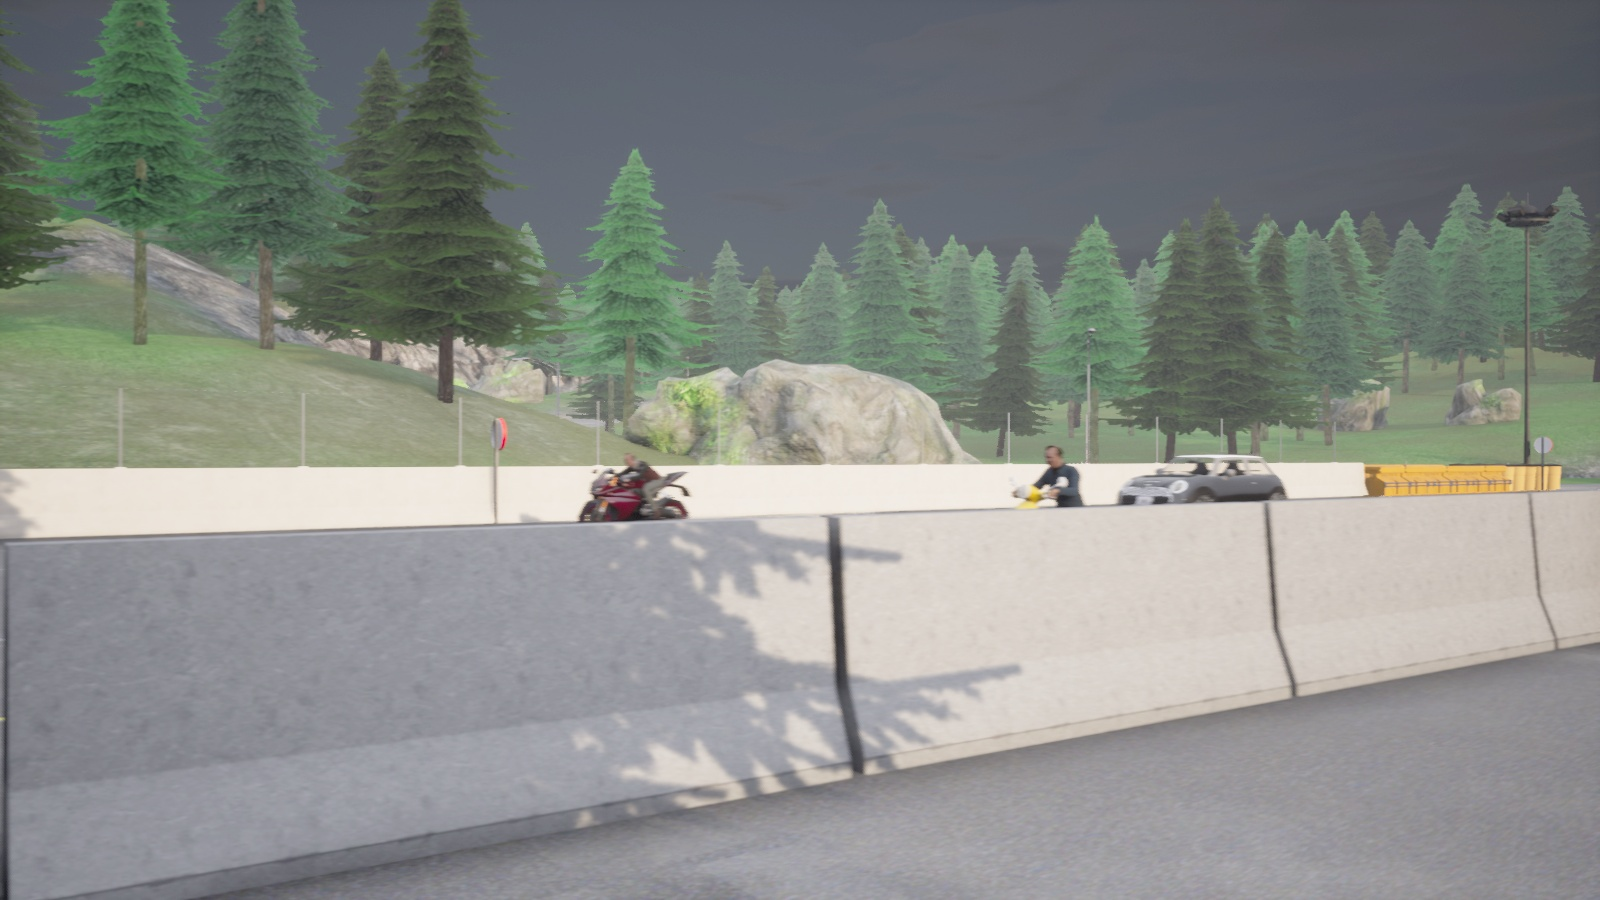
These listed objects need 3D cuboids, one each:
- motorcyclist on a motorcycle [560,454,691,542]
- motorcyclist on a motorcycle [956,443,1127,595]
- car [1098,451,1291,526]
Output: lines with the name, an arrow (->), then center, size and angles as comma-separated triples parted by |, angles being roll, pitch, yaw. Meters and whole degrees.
motorcyclist on a motorcycle -> -3.149, 0.842, 22.788 | 2.191, 1.530, 0.866 | 0, 0, -35
motorcyclist on a motorcycle -> 2.719, 0.727, 14.080 | 1.817, 1.590, 0.866 | 0, 0, -35
car -> 8.360, 0.757, 26.535 | 3.806, 1.475, 1.970 | 0, 0, -35
